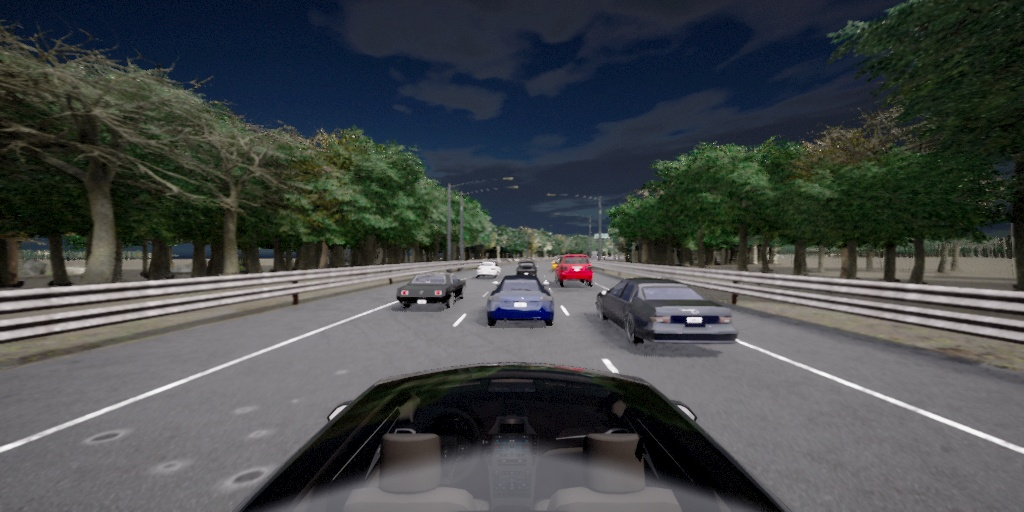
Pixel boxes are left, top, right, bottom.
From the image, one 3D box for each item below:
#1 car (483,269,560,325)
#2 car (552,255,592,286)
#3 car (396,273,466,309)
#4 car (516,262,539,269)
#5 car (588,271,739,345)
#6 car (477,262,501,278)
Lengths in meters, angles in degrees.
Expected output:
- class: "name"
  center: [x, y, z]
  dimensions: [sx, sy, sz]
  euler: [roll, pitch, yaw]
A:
- class: "car"
  center: [0.286, 1.313, 11.865]
  dimensions: [1.994, 1.385, 4.181]
  euler: [0, 0, 2]
- class: "car"
  center: [4.248, 0.952, 25.156]
  dimensions: [2.150, 2.045, 5.566]
  euler: [0, 0, 3]
- class: "car"
  center: [-3.132, 1.345, 14.985]
  dimensions: [1.895, 1.301, 4.718]
  euler: [0, 0, 2]
- class: "car"
  center: [1.382, 1.249, 32.605]
  dimensions: [1.837, 1.490, 4.892]
  euler: [0, 0, 4]
- class: "car"
  center: [3.616, 1.292, 9.482]
  dimensions: [2.033, 1.411, 5.357]
  euler: [0, 0, 2]
- class: "car"
  center: [-2.090, 1.266, 33.090]
  dimensions: [1.812, 1.442, 4.674]
  euler: [0, 0, 5]
